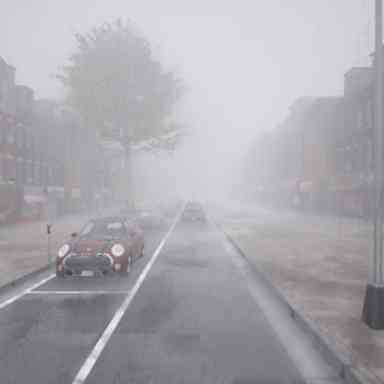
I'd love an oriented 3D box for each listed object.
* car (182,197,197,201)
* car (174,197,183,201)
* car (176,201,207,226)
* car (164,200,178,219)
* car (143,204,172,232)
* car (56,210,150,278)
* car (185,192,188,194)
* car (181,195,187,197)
[{"bbox_3d":[0.117,1.799,42.331,2.128,1.511,4.902,0,0,0],"label":"car"},{"bbox_3d":[-2.625,1.888,49.106,1.887,1.381,4.507,-1,0,0],"label":"car"},{"bbox_3d":[0.110,1.711,25.802,2.128,1.511,4.902,0,0,0],"label":"car"},{"bbox_3d":[-2.632,1.804,32.503,1.887,1.381,4.507,-1,0,0],"label":"car"},{"bbox_3d":[-2.638,1.742,21.433,2.008,1.369,4.403,-1,0,0],"label":"car"},{"bbox_3d":[-2.645,1.543,10.364,1.967,1.590,4.097,-1,-1,0],"label":"car"},{"bbox_3d":[-2.599,1.627,87.869,1.967,1.590,4.097,0,0,0],"label":"car"},{"bbox_3d":[-2.606,1.862,76.804,1.802,1.307,4.206,0,0,0],"label":"car"}]
